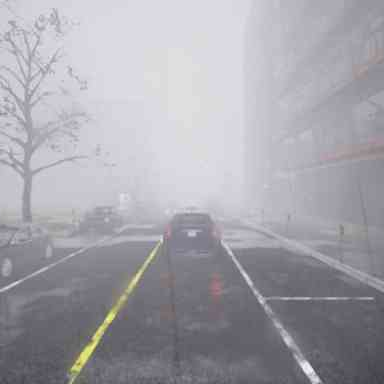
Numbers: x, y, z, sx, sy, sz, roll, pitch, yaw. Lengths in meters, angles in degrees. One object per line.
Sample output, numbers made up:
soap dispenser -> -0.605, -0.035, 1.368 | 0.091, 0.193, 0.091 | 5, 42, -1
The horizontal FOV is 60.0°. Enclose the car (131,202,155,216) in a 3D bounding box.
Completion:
car -> -5.716, 1.840, 37.762 | 1.967, 1.590, 4.097 | 0, -1, 0

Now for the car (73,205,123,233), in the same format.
car -> -5.707, 1.662, 21.180 | 1.967, 1.590, 4.097 | 0, -1, 0

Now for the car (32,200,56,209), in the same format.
car -> -30.305, 2.559, 68.134 | 4.097, 1.590, 1.967 | -1, 1, 0

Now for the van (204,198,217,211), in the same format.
van -> 2.659, 1.862, 48.821 | 1.690, 1.788, 3.998 | 0, -1, 0

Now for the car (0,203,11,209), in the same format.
car -> -39.205, 2.830, 68.015 | 4.206, 1.307, 1.802 | -1, 1, 0

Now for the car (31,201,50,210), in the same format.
car -> -28.001, 2.608, 59.514 | 4.403, 1.369, 2.008 | -1, 1, 0

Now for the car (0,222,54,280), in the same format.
car -> -5.701, 1.657, 10.124 | 2.008, 1.369, 4.403 | 0, -1, 0

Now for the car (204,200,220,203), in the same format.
car -> 2.666, 1.944, 37.763 | 1.887, 1.381, 4.507 | 0, -1, 0

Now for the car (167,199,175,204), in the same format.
car -> -5.741, 2.575, 92.265 | 1.947, 1.339, 4.313 | 0, -1, 0

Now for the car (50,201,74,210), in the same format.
car -> -22.432, 2.527, 59.557 | 4.403, 1.369, 2.008 | -1, 1, 0

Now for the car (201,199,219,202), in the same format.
car -> 2.662, 1.775, 43.294 | 2.192, 1.841, 5.009 | 0, -1, 0

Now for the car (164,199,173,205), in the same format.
car -> -5.736, 2.448, 81.219 | 1.947, 1.339, 4.313 | 0, -1, 0

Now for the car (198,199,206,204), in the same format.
car -> 2.642, 2.511, 86.734 | 1.947, 1.339, 4.313 | 0, -1, 0

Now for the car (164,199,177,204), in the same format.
car -> -3.045, 2.114, 51.441 | 1.994, 1.385, 4.181 | 0, -1, 0

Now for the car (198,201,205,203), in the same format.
car -> 0.012, 1.829, 28.877 | 1.812, 1.442, 4.674 | 0, 0, 1

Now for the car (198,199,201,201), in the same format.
car -> 2.645, 2.464, 81.211 | 1.802, 1.307, 4.206 | 0, -1, 0

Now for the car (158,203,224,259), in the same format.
car -> 0.015, 1.491, 13.395 | 2.097, 1.767, 4.553 | 0, -1, 0

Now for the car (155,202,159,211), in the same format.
car -> -5.720, 2.103, 48.815 | 1.802, 1.307, 4.206 | 0, -1, 0
